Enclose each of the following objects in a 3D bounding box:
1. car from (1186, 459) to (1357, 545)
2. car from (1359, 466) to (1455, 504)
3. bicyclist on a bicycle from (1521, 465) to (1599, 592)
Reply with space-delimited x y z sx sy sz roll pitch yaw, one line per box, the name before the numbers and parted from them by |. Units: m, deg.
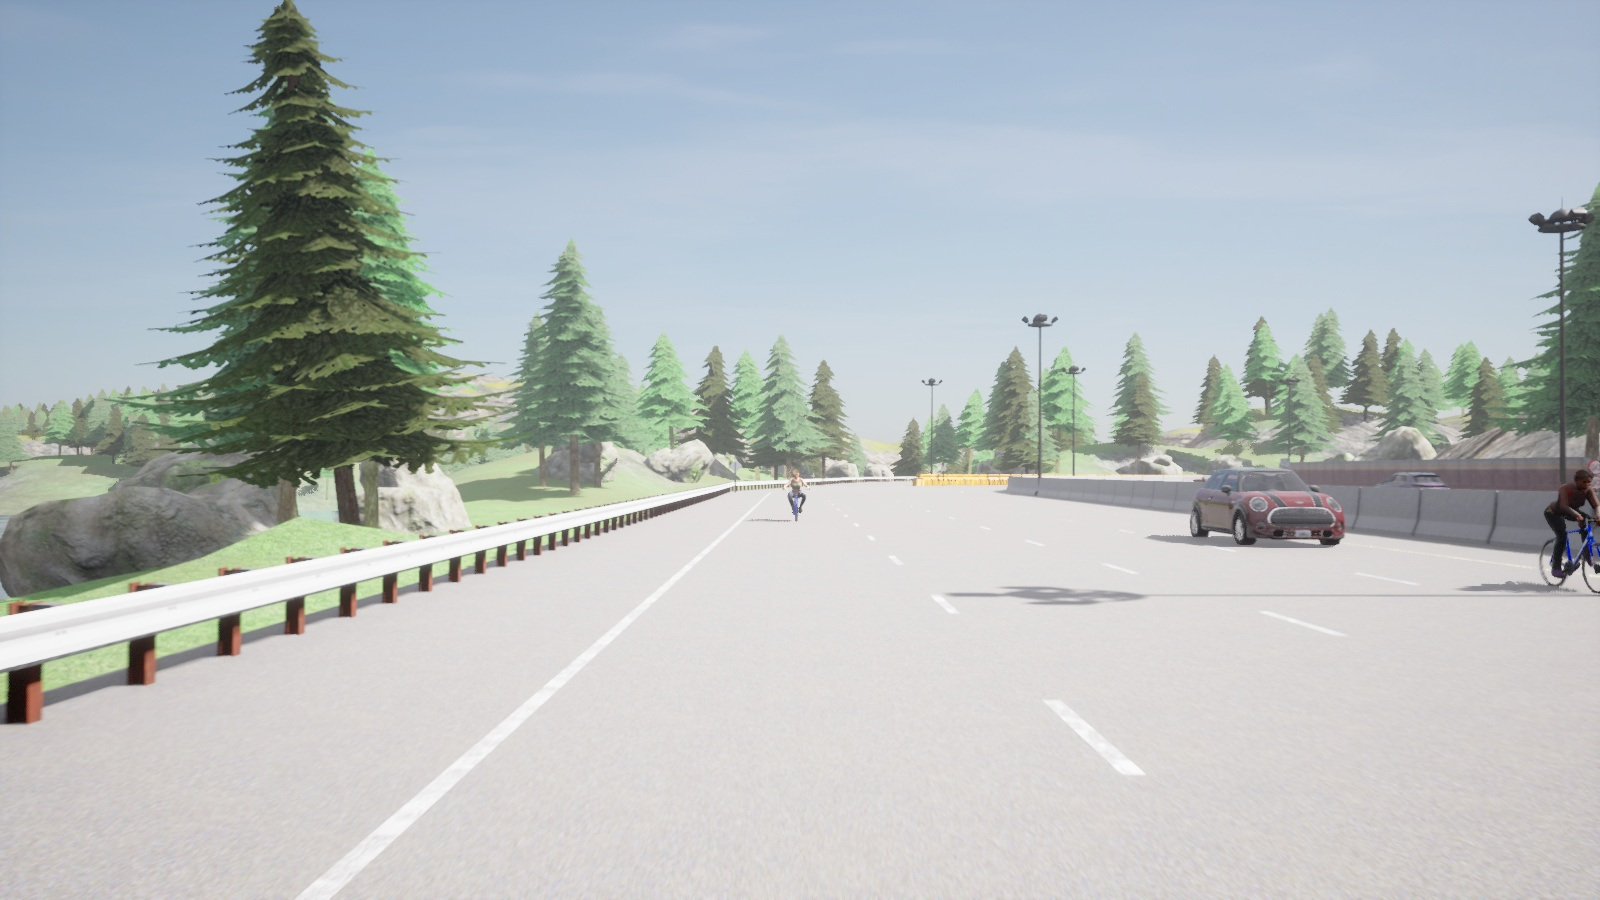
car | 10.433 1.103 28.185 2.097 1.767 4.553 0 -1 0
car | 27.799 1.598 57.689 2.033 1.649 4.856 0 -1 0
bicyclist on a bicycle | 10.460 1.008 16.874 0.582 1.620 1.656 0 -1 0
